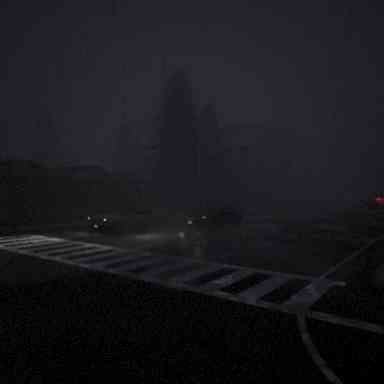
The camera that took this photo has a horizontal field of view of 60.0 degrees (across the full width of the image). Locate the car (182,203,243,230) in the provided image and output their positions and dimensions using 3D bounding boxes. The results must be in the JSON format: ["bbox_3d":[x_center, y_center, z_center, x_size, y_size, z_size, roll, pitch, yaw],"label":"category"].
[{"bbox_3d":[1.365,1.442,20.646,2.128,1.511,4.902,0,0,38],"label":"car"}]

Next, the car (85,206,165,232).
[{"bbox_3d":[-3.836,1.535,19.650,1.895,1.301,4.718,0,0,38],"label":"car"}]

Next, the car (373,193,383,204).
[{"bbox_3d":[28.993,1.193,50.858,2.150,2.045,5.566,0,0,38],"label":"car"}]

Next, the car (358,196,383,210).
[{"bbox_3d":[22.733,1.571,42.652,1.895,1.301,4.718,0,0,37],"label":"car"}]
